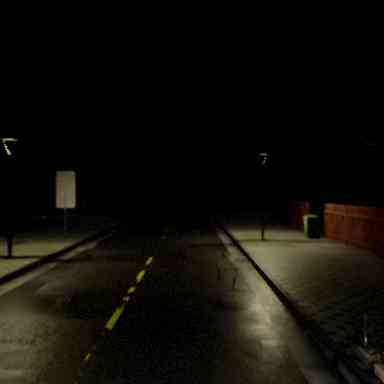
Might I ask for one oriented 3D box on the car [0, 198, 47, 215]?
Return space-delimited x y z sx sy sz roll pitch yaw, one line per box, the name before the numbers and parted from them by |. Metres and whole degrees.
car | -15.022 1.281 28.209 5.008 1.535 1.882 1 0 -20
